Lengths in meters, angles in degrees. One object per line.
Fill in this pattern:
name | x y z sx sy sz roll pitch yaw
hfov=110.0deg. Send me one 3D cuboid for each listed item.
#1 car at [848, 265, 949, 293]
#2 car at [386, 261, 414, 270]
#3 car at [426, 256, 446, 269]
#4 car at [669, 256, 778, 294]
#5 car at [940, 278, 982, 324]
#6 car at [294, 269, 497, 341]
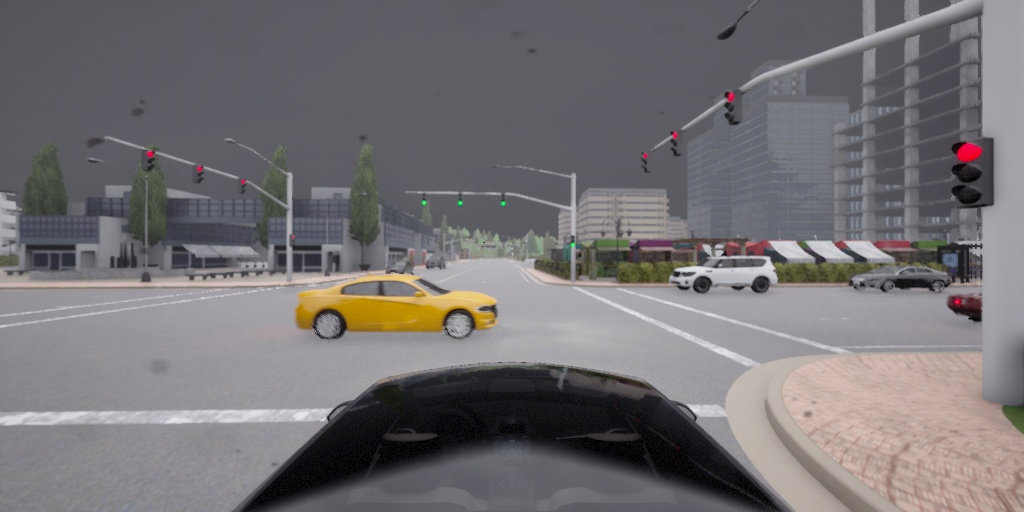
car | 22.434 1.296 20.891 4.902 1.511 2.128 0 0 -2
car | -11.184 1.284 36.061 1.837 1.490 4.892 0 0 -1
car | -11.448 1.026 54.148 2.150 2.045 5.566 0 0 -1
car | 11.996 1.012 20.463 5.566 2.045 2.150 0 0 -2
car | 15.429 1.382 9.994 4.718 1.301 1.895 0 0 -2
car | -2.887 1.234 9.364 5.008 1.535 1.882 0 0 -1
